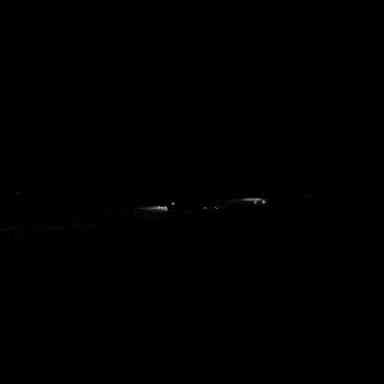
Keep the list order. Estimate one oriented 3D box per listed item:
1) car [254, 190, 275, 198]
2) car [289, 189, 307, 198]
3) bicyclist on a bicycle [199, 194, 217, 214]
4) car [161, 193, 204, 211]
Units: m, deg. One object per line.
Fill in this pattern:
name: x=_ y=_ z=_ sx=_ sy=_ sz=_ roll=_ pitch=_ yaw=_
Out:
car: x=11.970 y=0.338 z=54.675 sx=1.895 sy=1.301 sz=4.718 roll=2 pitch=2 yaw=36
car: x=18.259 y=0.186 z=57.291 sx=1.882 sy=1.535 sz=5.008 roll=2 pitch=2 yaw=35
bicyclist on a bicycle: x=1.271 y=0.977 z=26.745 sx=1.656 sy=1.620 sz=0.582 roll=0 pitch=1 yaw=35
car: x=-0.501 y=0.964 z=30.971 sx=1.994 sy=1.385 sz=4.181 roll=2 pitch=2 yaw=35
